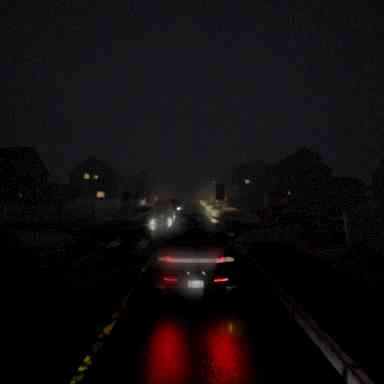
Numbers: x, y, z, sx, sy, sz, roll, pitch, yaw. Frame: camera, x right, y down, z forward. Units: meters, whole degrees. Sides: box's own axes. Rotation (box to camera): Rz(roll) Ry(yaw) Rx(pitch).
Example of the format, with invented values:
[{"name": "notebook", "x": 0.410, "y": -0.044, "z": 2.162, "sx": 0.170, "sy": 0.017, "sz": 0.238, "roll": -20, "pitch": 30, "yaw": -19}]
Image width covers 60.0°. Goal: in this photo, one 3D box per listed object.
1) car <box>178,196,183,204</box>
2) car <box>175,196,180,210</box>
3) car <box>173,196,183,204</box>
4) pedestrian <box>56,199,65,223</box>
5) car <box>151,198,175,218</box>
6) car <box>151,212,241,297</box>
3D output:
[{"name": "car", "x": -2.928, "y": 1.751, "z": 54.615, "sx": 1.895, "sy": 1.301, "sz": 4.718, "roll": 0, "pitch": 0, "yaw": 0}, {"name": "car", "x": -2.962, "y": 1.628, "z": 43.825, "sx": 1.812, "sy": 1.442, "sz": 4.674, "roll": 0, "pitch": 0, "yaw": 0}, {"name": "car", "x": -2.886, "y": 1.640, "z": 69.565, "sx": 2.097, "sy": 1.767, "sz": 4.553, "roll": 0, "pitch": 0, "yaw": 0}, {"name": "pedestrian", "x": -9.863, "y": 1.394, "z": 24.906, "sx": 0.375, "sy": 1.860, "sz": 0.375, "roll": 0, "pitch": -3, "yaw": -1}, {"name": "car", "x": -2.770, "y": 1.536, "z": 31.518, "sx": 1.882, "sy": 1.535, "sz": 5.008, "roll": 0, "pitch": 0, "yaw": -4}, {"name": "car", "x": 0.123, "y": 1.499, "z": 8.586, "sx": 2.128, "sy": 1.511, "sz": 4.902, "roll": 0, "pitch": 0, "yaw": 1}]
